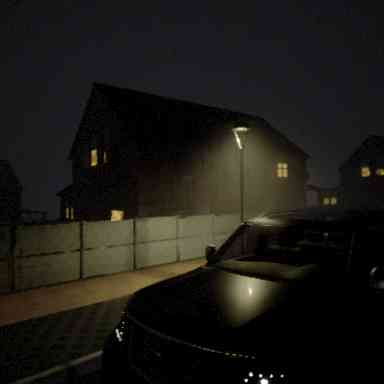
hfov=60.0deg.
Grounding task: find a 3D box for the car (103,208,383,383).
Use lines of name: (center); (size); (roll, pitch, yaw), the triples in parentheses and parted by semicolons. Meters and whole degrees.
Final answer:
car: (1.632, 1.290, 4.470); (5.566, 2.045, 2.150); (0, -1, -44)
